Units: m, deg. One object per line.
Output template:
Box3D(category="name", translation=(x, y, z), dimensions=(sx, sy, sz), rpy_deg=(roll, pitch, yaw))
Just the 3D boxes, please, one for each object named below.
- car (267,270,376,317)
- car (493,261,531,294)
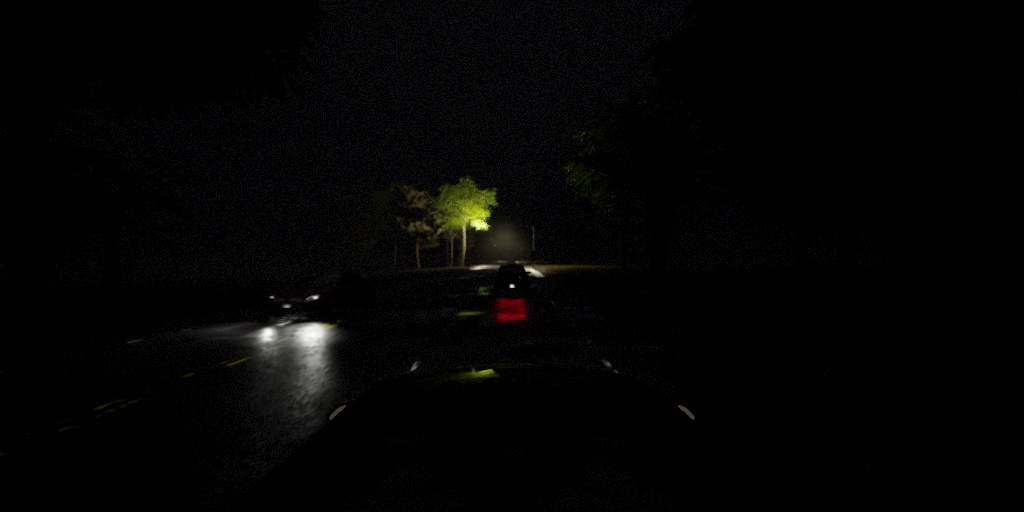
Box3D(category="car", translation=(-6.658, 1.245, 13.168), dimensions=(1.812, 1.442, 4.674), rpy_deg=(0, 0, 4))
Box3D(category="car", translation=(-0.002, 1.225, 19.933), dimensions=(1.837, 1.490, 4.892), rpy_deg=(0, 0, 0))
